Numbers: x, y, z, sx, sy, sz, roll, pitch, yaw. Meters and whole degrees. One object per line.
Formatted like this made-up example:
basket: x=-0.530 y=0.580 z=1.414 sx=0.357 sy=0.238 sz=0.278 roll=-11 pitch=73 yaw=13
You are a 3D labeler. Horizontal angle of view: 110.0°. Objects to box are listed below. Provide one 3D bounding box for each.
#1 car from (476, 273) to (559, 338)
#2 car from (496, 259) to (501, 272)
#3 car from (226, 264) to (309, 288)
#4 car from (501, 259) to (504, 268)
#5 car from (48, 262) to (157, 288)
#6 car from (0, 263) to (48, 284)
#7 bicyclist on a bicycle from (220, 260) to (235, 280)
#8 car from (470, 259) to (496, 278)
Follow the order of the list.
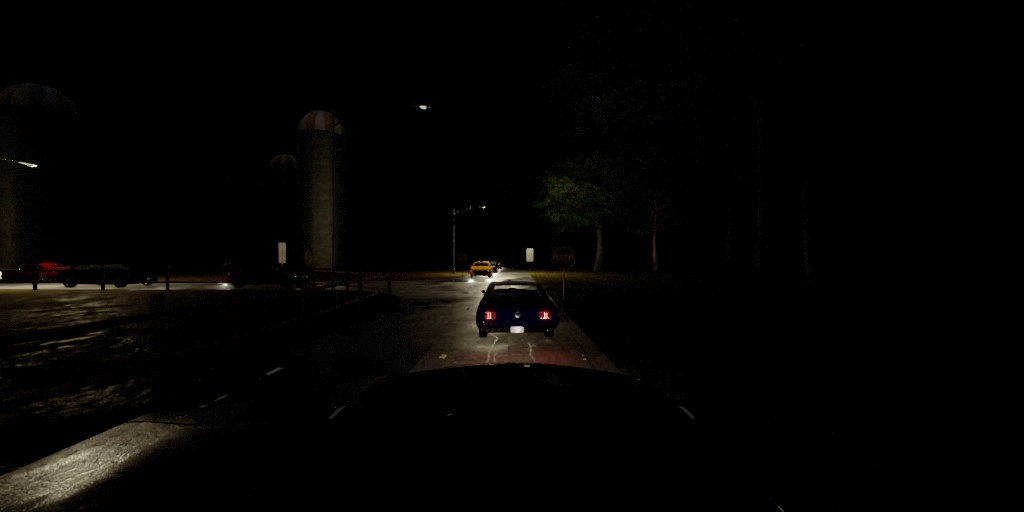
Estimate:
car: x=0.060 y=1.350 z=10.201 sx=1.895 sy=1.301 sz=4.718 roll=0 pitch=0 yaw=-2
car: x=-2.833 y=1.290 z=45.549 sx=2.128 sy=1.511 sz=4.902 roll=0 pitch=0 yaw=0
car: x=-15.495 y=1.240 z=22.844 sx=4.674 sy=1.442 sz=1.812 roll=0 pitch=0 yaw=-2
car: x=-2.805 y=1.224 z=58.603 sx=2.097 sy=1.767 sz=4.553 roll=0 pitch=0 yaw=0
car: x=-25.541 y=1.168 z=22.726 sx=5.008 sy=1.535 sz=1.882 roll=0 pitch=0 yaw=0
car: x=-33.764 y=1.185 z=25.616 sx=4.674 sy=1.442 sz=1.812 roll=0 pitch=0 yaw=0
bicyclist on a bicycle: x=-22.734 y=1.135 z=28.724 sx=0.582 sy=1.620 sz=1.656 roll=0 pitch=0 yaw=0
car: x=-2.843 y=1.239 z=33.838 sx=1.882 sy=1.535 sz=5.008 roll=0 pitch=0 yaw=0
